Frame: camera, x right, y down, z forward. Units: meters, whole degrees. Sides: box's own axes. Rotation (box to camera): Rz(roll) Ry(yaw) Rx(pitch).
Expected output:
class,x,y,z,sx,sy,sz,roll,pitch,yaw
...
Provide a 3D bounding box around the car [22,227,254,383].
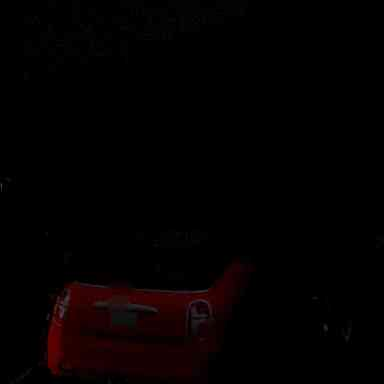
class,x,y,z,sx,sy,sz,roll,pitch,yaw
car,-0.165,1.361,5.487,2.185,1.767,4.553,0,-1,15

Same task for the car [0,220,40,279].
class,x,y,z,sx,sy,sz,roll,pitch,yaw
car,-5.125,1.496,8.946,2.097,1.535,5.008,0,-1,14

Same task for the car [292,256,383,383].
class,x,y,z,sx,sy,sz,roll,pitch,yaw
car,2.309,1.482,3.755,2.231,1.521,4.892,0,-1,15
